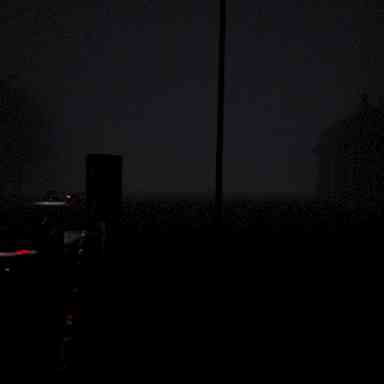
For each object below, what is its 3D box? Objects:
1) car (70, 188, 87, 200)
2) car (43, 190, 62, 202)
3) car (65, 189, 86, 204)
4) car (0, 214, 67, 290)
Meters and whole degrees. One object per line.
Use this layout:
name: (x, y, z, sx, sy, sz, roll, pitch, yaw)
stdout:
car: (-16.200, 0.272, 47.508, 2.128, 1.511, 4.902, 1, 1, -17)
car: (-17.137, 0.438, 41.122, 2.033, 1.411, 5.357, 1, 1, -17)
car: (-13.157, 0.569, 37.649, 1.812, 1.442, 4.674, 1, 1, -16)
car: (-4.287, 1.287, 8.244, 2.128, 1.511, 4.902, 1, 1, -17)
